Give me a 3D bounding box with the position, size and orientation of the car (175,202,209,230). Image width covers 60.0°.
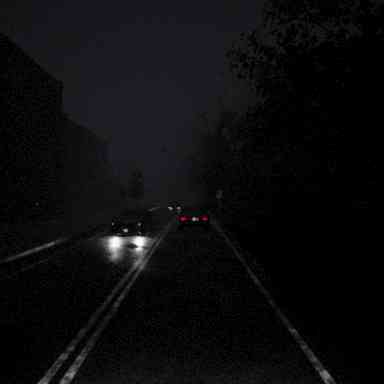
[{"bbox_3d":[0.129,1.577,21.021,2.033,1.411,5.357,0,0,0],"label":"car"}]

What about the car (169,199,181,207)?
[{"bbox_3d":[-3.087,2.082,61.442,1.837,1.490,4.892,0,-1,1],"label":"car"}]

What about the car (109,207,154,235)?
[{"bbox_3d":[-3.325,1.569,19.393,2.033,1.411,5.357,0,0,0],"label":"car"}]
